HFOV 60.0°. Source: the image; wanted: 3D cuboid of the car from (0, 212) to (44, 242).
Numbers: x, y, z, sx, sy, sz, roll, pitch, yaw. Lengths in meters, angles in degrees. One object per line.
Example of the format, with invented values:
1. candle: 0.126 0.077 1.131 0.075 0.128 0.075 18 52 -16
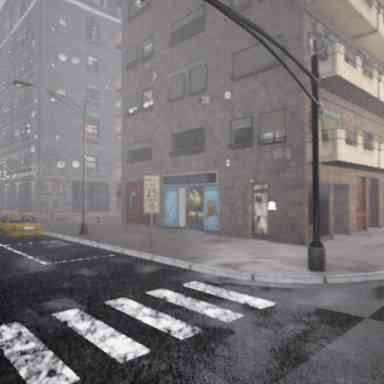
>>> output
1. car: -9.452 1.747 17.830 1.752 1.417 4.829 1 -2 -43
